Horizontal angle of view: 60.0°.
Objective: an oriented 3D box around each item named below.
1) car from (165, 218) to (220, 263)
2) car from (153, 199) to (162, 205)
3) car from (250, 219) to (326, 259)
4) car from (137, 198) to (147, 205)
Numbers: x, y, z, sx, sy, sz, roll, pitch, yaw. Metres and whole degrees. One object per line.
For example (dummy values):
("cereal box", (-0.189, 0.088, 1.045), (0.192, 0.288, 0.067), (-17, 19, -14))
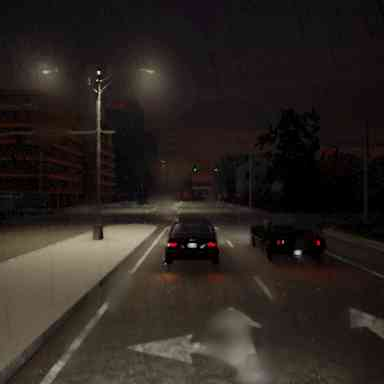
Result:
("car", (0.019, 1.676, 12.537), (2.033, 1.411, 5.357), (0, -1, 0))
("car", (-7.957, 2.300, 76.681), (2.128, 1.511, 4.902), (0, -1, 0))
("car", (3.526, 1.736, 13.245), (1.895, 1.301, 4.718), (0, -1, 0))
("car", (-11.457, 2.275, 76.684), (1.837, 1.490, 4.892), (0, -1, 0))
